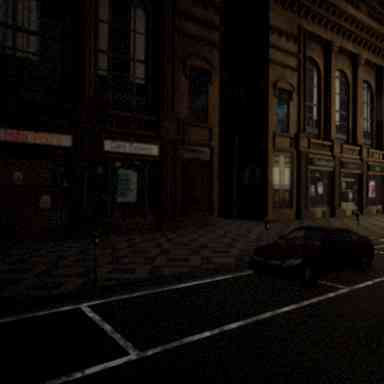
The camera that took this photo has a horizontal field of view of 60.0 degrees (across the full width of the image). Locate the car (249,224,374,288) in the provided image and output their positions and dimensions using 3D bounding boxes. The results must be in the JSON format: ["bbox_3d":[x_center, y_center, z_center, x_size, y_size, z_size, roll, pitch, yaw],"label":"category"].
[{"bbox_3d":[3.469,1.592,9.252,4.206,1.307,1.802,0,1,-36],"label":"car"}]
